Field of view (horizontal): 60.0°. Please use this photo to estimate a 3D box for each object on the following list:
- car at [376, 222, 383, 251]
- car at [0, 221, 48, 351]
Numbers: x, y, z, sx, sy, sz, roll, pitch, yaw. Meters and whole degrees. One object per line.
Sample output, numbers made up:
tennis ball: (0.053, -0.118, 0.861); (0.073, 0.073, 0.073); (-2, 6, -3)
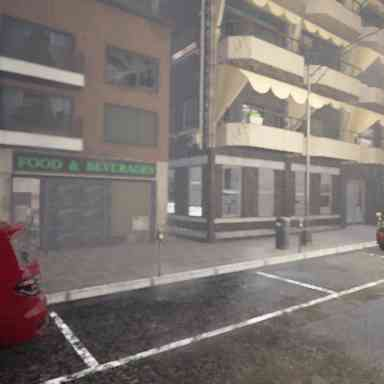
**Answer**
car: (9.385, 1.408, 13.220); (5.009, 1.841, 2.192); (0, 1, -35)
car: (-4.224, 1.306, 3.529); (5.009, 1.841, 2.192); (0, 1, -35)
